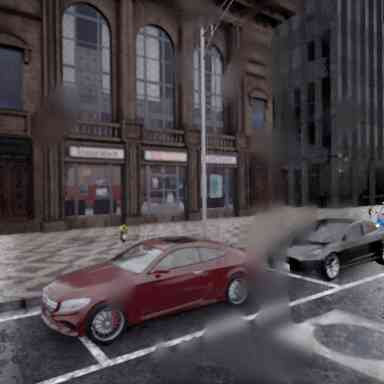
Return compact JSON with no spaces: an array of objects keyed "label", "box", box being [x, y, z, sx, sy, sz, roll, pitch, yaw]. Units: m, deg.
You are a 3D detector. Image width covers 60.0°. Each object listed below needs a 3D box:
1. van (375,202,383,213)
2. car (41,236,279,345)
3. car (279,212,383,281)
[{"label":"van","box":[8.648,1.132,12.719,3.998,1.788,1.690,-1,1,-35]},{"label":"car","box":[-0.534,1.537,6.250,4.206,1.307,1.802,-1,1,-35]},{"label":"car","box":[4.059,1.439,9.485,4.313,1.339,1.947,-1,1,-35]}]
